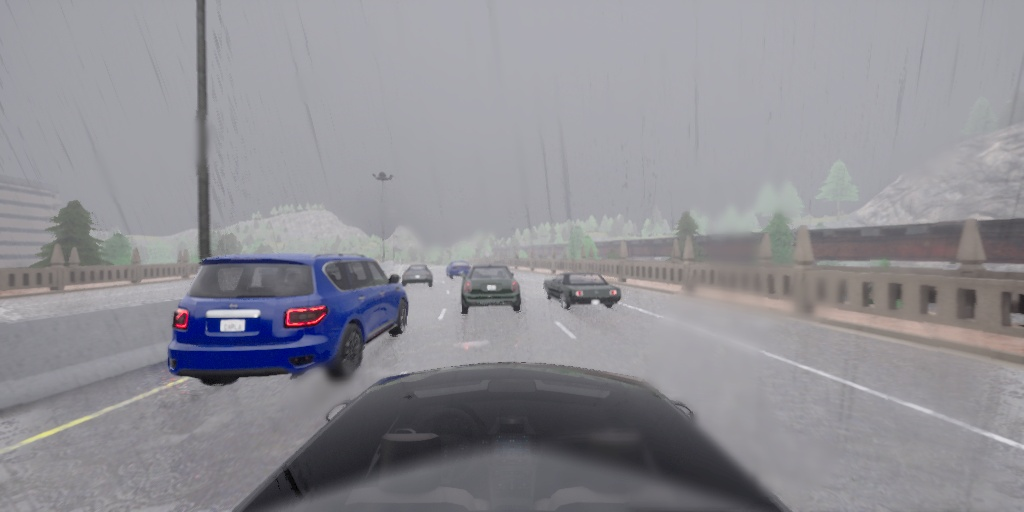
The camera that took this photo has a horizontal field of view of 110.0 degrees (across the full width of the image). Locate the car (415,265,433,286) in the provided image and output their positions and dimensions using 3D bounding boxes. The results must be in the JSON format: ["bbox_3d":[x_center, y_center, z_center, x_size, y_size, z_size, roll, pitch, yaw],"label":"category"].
[{"bbox_3d":[-6.553,1.290,25.014,1.994,1.385,4.181,0,0,-14],"label":"car"}]

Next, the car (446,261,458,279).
[{"bbox_3d":[-4.756,1.171,31.933,1.882,1.535,5.008,0,0,-15],"label":"car"}]

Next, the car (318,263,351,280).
[{"bbox_3d":[-15.982,1.341,32.464,1.994,1.385,4.181,0,0,-16],"label":"car"}]

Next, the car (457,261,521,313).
[{"bbox_3d":[-0.951,1.072,14.141,2.097,1.767,4.553,0,0,-7],"label":"car"}]

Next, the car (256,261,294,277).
[{"bbox_3d":[-24.835,1.307,37.751,1.882,1.535,5.008,0,0,-16],"label":"car"}]

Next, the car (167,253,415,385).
[{"bbox_3d":[-3.708,0.975,7.237,2.150,2.045,5.566,0,0,-3],"label":"car"}]

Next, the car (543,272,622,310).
[{"bbox_3d":[2.597,1.299,14.533,1.895,1.301,4.718,0,0,-7],"label":"car"}]

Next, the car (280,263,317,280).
[{"bbox_3d":[-20.020,1.405,33.787,1.895,1.301,4.718,0,0,-16],"label":"car"}]
